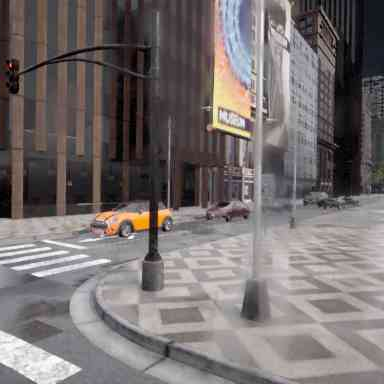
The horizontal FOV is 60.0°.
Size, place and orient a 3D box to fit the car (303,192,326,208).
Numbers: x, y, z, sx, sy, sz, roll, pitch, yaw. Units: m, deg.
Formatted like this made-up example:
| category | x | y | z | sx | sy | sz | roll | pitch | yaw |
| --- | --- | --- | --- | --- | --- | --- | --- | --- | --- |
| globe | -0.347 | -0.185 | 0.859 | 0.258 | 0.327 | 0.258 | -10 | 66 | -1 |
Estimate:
| category | x | y | z | sx | sy | sz | roll | pitch | yaw |
| --- | --- | --- | --- | --- | --- | --- | --- | --- | --- |
| car | 16.892 | 0.998 | 45.264 | 2.150 | 2.045 | 5.566 | 1 | 1 | 36 |

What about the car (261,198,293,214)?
| category | x | y | z | sx | sy | sz | roll | pitch | yaw |
| --- | --- | --- | --- | --- | --- | --- | --- | --- | --- |
| car | 8.892 | 1.373 | 34.113 | 2.033 | 1.411 | 5.357 | 1 | 1 | 35 |

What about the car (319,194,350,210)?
| category | x | y | z | sx | sy | sz | roll | pitch | yaw |
| --- | --- | --- | --- | --- | --- | --- | --- | --- | --- |
| car | 17.653 | 1.342 | 41.045 | 1.837 | 1.490 | 4.892 | 1 | 1 | 36 |

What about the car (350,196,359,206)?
| category | x | y | z | sx | sy | sz | roll | pitch | yaw |
| --- | --- | --- | --- | --- | --- | --- | --- | --- | --- |
| car | 23.636 | 1.297 | 49.583 | 1.837 | 1.490 | 4.892 | 1 | 1 | 35 |

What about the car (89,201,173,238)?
| category | x | y | z | sx | sy | sz | roll | pitch | yaw |
| --- | --- | --- | --- | --- | --- | --- | --- | --- | --- |
| car | -3.061 | 1.258 | 17.276 | 2.097 | 1.767 | 4.553 | 1 | 1 | 36 |

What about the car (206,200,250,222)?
| category | x | y | z | sx | sy | sz | roll | pitch | yaw |
| --- | --- | --- | --- | --- | --- | --- | --- | --- | --- |
| car | 2.881 | 1.392 | 25.630 | 1.812 | 1.442 | 4.674 | 1 | 1 | 36 |
